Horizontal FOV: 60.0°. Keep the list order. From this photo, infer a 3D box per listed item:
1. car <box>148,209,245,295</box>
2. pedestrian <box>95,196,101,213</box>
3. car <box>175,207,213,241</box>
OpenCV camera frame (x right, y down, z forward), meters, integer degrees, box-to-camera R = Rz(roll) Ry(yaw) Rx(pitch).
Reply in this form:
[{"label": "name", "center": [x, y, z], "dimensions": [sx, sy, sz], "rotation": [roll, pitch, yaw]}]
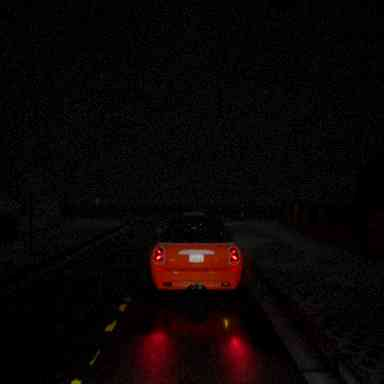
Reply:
[{"label": "car", "center": [0.099, 1.400, 9.022], "dimensions": [2.097, 1.767, 4.553], "rotation": [0, 0, 0]}, {"label": "pedestrian", "center": [-9.700, 1.250, 34.254], "dimensions": [0.375, 1.860, 0.375], "rotation": [0, -1, 0]}, {"label": "car", "center": [0.085, 1.623, 18.106], "dimensions": [1.812, 1.442, 4.674], "rotation": [0, 0, 0]}]
